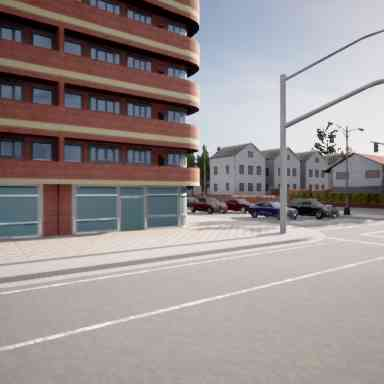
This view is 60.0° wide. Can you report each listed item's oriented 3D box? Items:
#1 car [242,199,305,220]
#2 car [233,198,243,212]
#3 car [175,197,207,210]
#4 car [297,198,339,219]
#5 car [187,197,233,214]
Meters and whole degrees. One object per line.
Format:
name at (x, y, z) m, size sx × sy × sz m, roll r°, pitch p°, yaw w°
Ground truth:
car at (6.784, 1.526, 28.163) m, size 1.812 × 1.442 × 4.674 m, roll 0°, pitch 0°, yaw -35°
car at (5.169, 1.478, 36.632) m, size 1.882 × 1.535 × 5.008 m, roll 0°, pitch 0°, yaw -35°
car at (-0.212, 1.505, 44.422) m, size 1.837 × 1.490 × 4.892 m, roll 0°, pitch 0°, yaw -35°
car at (10.419, 1.352, 29.056) m, size 2.097 × 1.767 × 4.553 m, roll 0°, pitch 0°, yaw -35°
car at (1.790, 1.352, 35.361) m, size 2.097 × 1.767 × 4.553 m, roll 0°, pitch 0°, yaw -34°
